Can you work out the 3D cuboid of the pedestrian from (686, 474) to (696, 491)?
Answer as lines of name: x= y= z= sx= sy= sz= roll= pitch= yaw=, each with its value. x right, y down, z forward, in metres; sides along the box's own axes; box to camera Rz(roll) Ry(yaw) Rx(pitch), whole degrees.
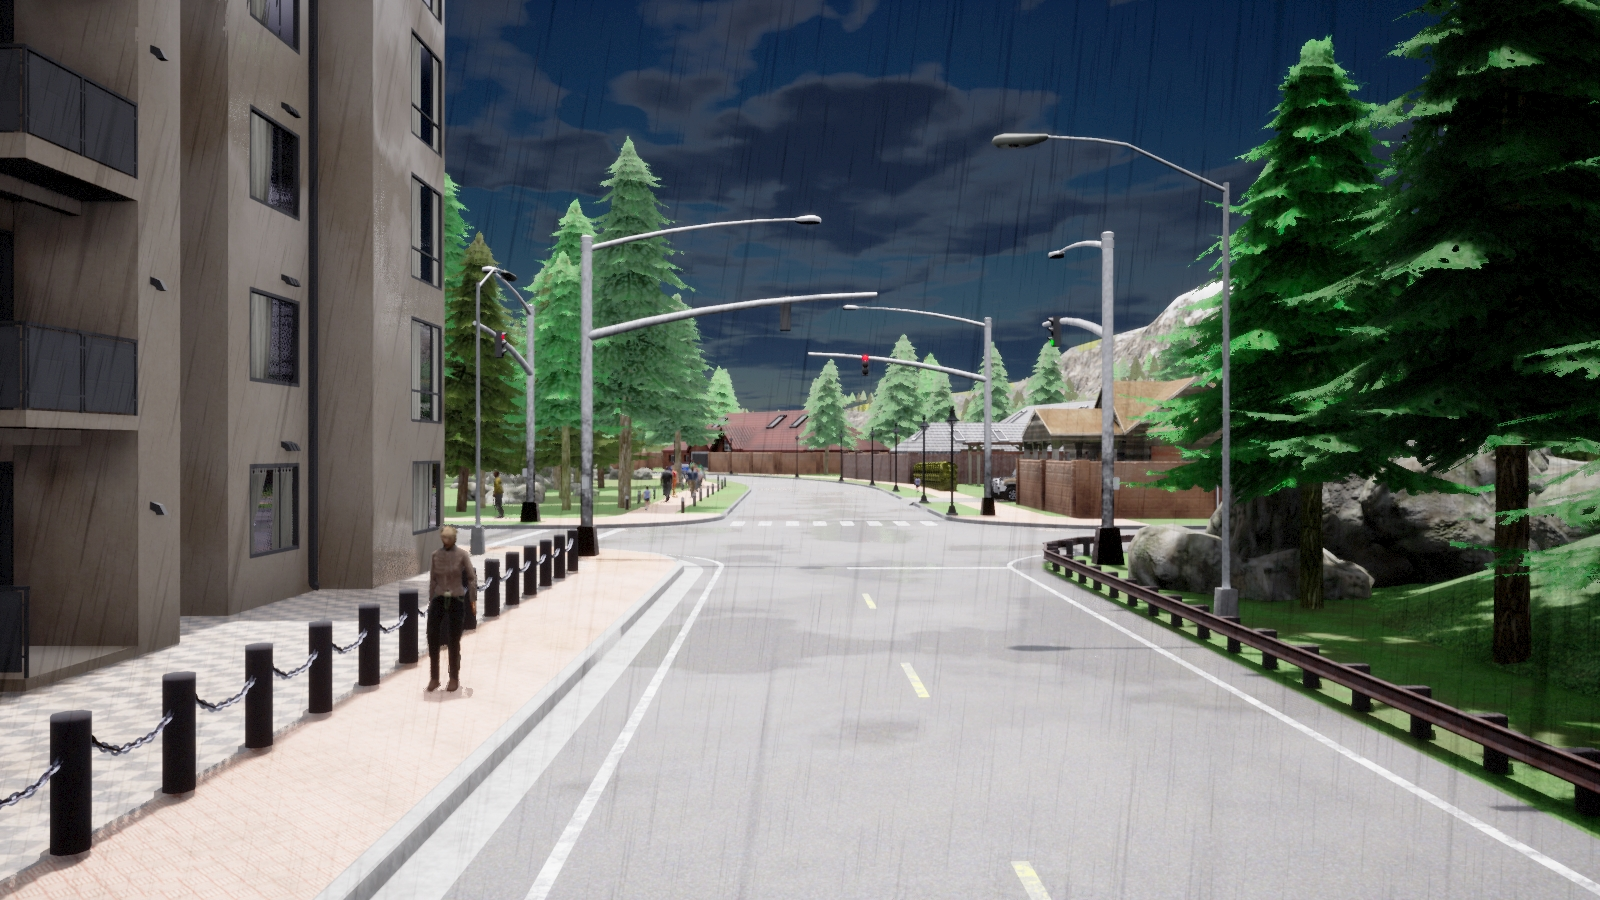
pedestrian: x=-7.035 y=2.088 z=73.762 sx=0.500 sy=1.100 sz=0.500 roll=0 pitch=0 yaw=6

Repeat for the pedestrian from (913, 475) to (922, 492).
pedestrian: x=7.334 y=2.092 z=71.321 sx=0.500 sy=1.100 sz=0.500 roll=0 pitch=0 yaw=-3

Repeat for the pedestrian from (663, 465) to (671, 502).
pedestrian: x=-6.735 y=1.700 z=57.854 sx=0.375 sy=1.860 sz=0.375 roll=0 pitch=0 yaw=1

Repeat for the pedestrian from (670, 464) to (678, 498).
pedestrian: x=-6.953 y=1.702 z=63.090 sx=0.375 sy=1.860 sz=0.375 roll=0 pitch=0 yaw=7

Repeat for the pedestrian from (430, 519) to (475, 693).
pedestrian: x=-3.822 y=1.703 z=12.579 sx=0.375 sy=1.860 sz=0.375 roll=0 pitch=0 yaw=-1

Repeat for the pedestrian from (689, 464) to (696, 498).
pedestrian: x=-5.916 y=1.701 z=62.744 sx=0.375 sy=1.860 sz=0.375 roll=0 pitch=0 yaw=-3

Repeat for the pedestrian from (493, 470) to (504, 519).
pedestrian: x=-11.614 y=1.702 z=43.991 sx=0.375 sy=1.860 sz=0.375 roll=0 pitch=0 yaw=-8

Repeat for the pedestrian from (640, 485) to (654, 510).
pedestrian: x=-6.673 y=2.076 z=49.850 sx=0.500 sy=1.100 sz=0.500 roll=0 pitch=0 yaw=3

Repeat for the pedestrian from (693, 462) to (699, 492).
pedestrian: x=-6.493 y=1.707 z=71.396 sx=0.375 sy=1.860 sz=0.375 roll=0 pitch=0 yaw=-1
